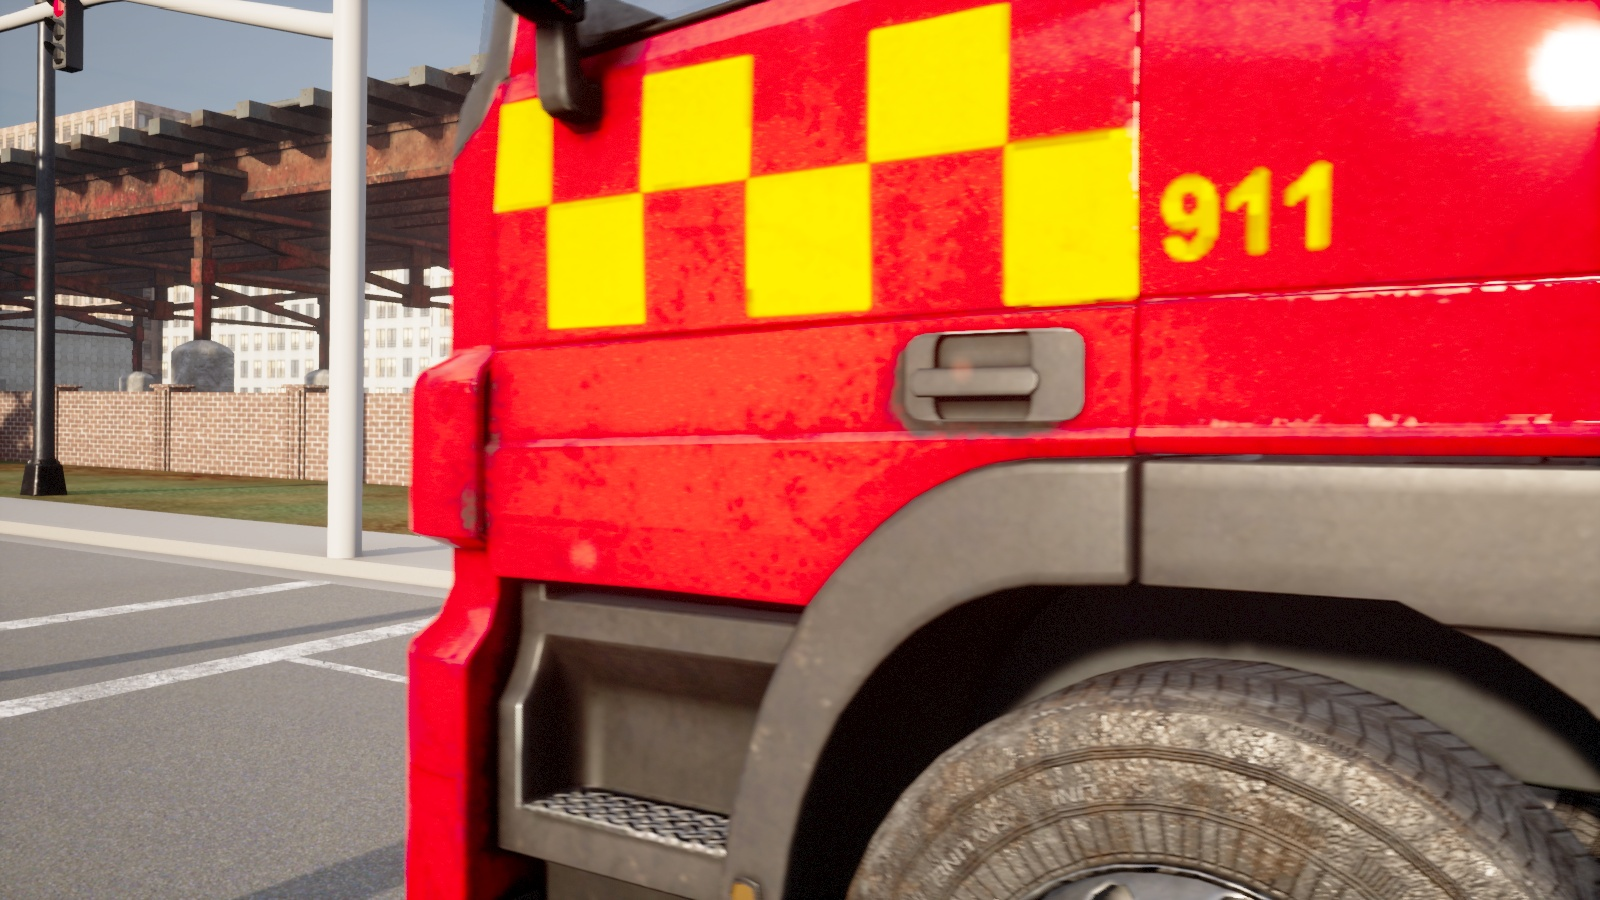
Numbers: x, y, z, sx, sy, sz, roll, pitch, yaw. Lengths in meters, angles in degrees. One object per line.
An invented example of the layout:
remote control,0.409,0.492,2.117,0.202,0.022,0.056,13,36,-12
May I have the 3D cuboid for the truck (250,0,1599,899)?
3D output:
truck,3.187,-0.484,1.482,8.468,3.827,2.891,0,1,34
